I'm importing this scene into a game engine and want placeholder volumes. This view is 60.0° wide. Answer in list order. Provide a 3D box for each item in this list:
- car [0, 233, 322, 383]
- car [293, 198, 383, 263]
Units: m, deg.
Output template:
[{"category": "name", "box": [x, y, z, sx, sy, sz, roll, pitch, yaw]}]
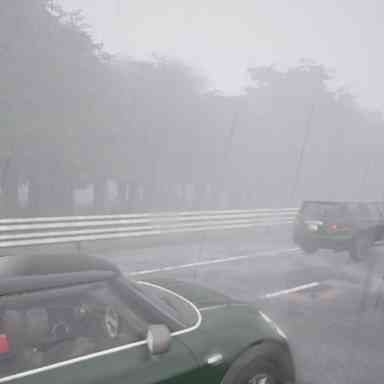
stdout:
[{"category": "car", "box": [-1.161, 1.353, 2.919, 4.553, 1.767, 2.097, 0, 0, -36]}, {"category": "car", "box": [6.145, 1.259, 12.457, 5.566, 2.045, 2.150, 0, 0, -36]}]
